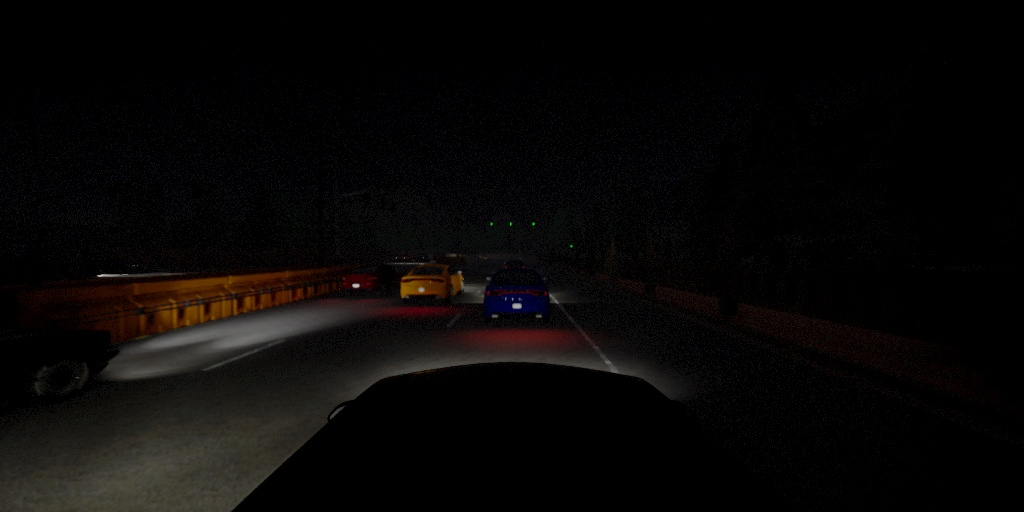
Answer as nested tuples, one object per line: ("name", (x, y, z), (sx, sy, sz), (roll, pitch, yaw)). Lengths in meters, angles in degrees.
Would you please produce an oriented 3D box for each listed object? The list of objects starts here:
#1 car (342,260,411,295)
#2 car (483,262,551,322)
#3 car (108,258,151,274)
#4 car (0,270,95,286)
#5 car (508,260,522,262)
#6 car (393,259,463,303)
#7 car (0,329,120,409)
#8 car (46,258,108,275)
("car", (-6.823, 1.104, 18.014), (1.812, 1.442, 4.674), (0, 1, 0))
("car", (0.144, 1.121, 11.802), (1.882, 1.535, 5.008), (0, 1, 0))
("car", (-37.287, 0.902, 34.109), (4.902, 1.511, 2.128), (0, 1, 0))
("car", (-14.059, 1.237, 9.062), (1.994, 1.385, 4.181), (0, 1, 0))
("car", (0.255, 1.005, 31.165), (1.994, 1.385, 4.181), (0, 1, 0))
("car", (-3.335, 1.080, 15.736), (1.882, 1.535, 5.008), (0, 0, 0))
("car", (-6.893, 1.335, 3.247), (1.895, 1.301, 4.718), (0, 1, 0))
("car", (-37.949, 1.012, 30.609), (4.181, 1.385, 1.994), (0, 1, 0))
